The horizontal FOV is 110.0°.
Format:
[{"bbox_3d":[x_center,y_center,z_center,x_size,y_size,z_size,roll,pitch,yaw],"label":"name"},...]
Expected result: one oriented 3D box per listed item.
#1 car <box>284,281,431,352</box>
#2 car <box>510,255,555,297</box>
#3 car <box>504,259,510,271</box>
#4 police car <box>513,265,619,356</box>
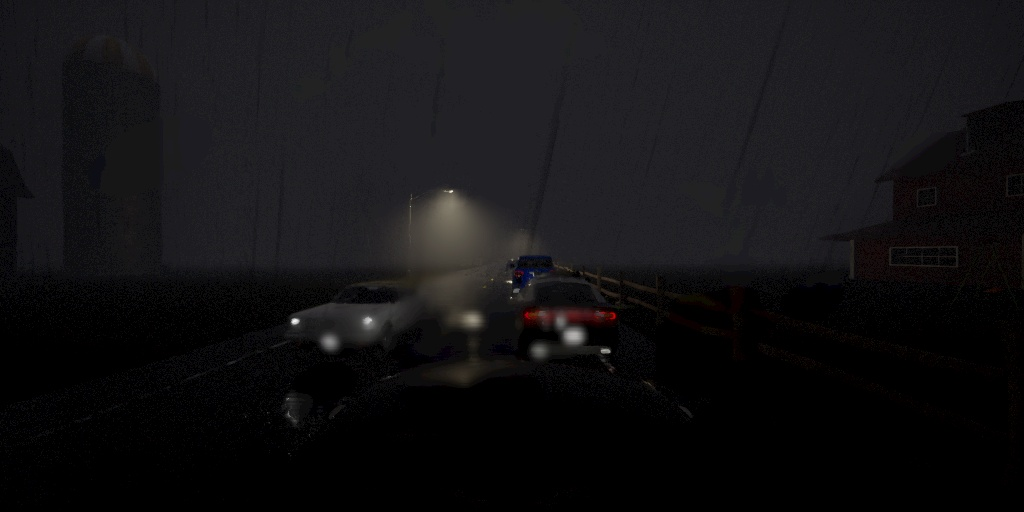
[{"bbox_3d":[-3.480,1.350,9.088,1.895,1.301,4.718,0,0,0],"label":"car"},{"bbox_3d":[1.092,0.978,18.677,2.150,2.045,5.566,0,0,0],"label":"car"},{"bbox_3d":[0.165,1.271,50.370,1.882,1.535,5.008,0,0,1],"label":"car"},{"bbox_3d":[1.070,1.175,8.755,1.930,1.638,5.238,0,0,0],"label":"police car"}]
